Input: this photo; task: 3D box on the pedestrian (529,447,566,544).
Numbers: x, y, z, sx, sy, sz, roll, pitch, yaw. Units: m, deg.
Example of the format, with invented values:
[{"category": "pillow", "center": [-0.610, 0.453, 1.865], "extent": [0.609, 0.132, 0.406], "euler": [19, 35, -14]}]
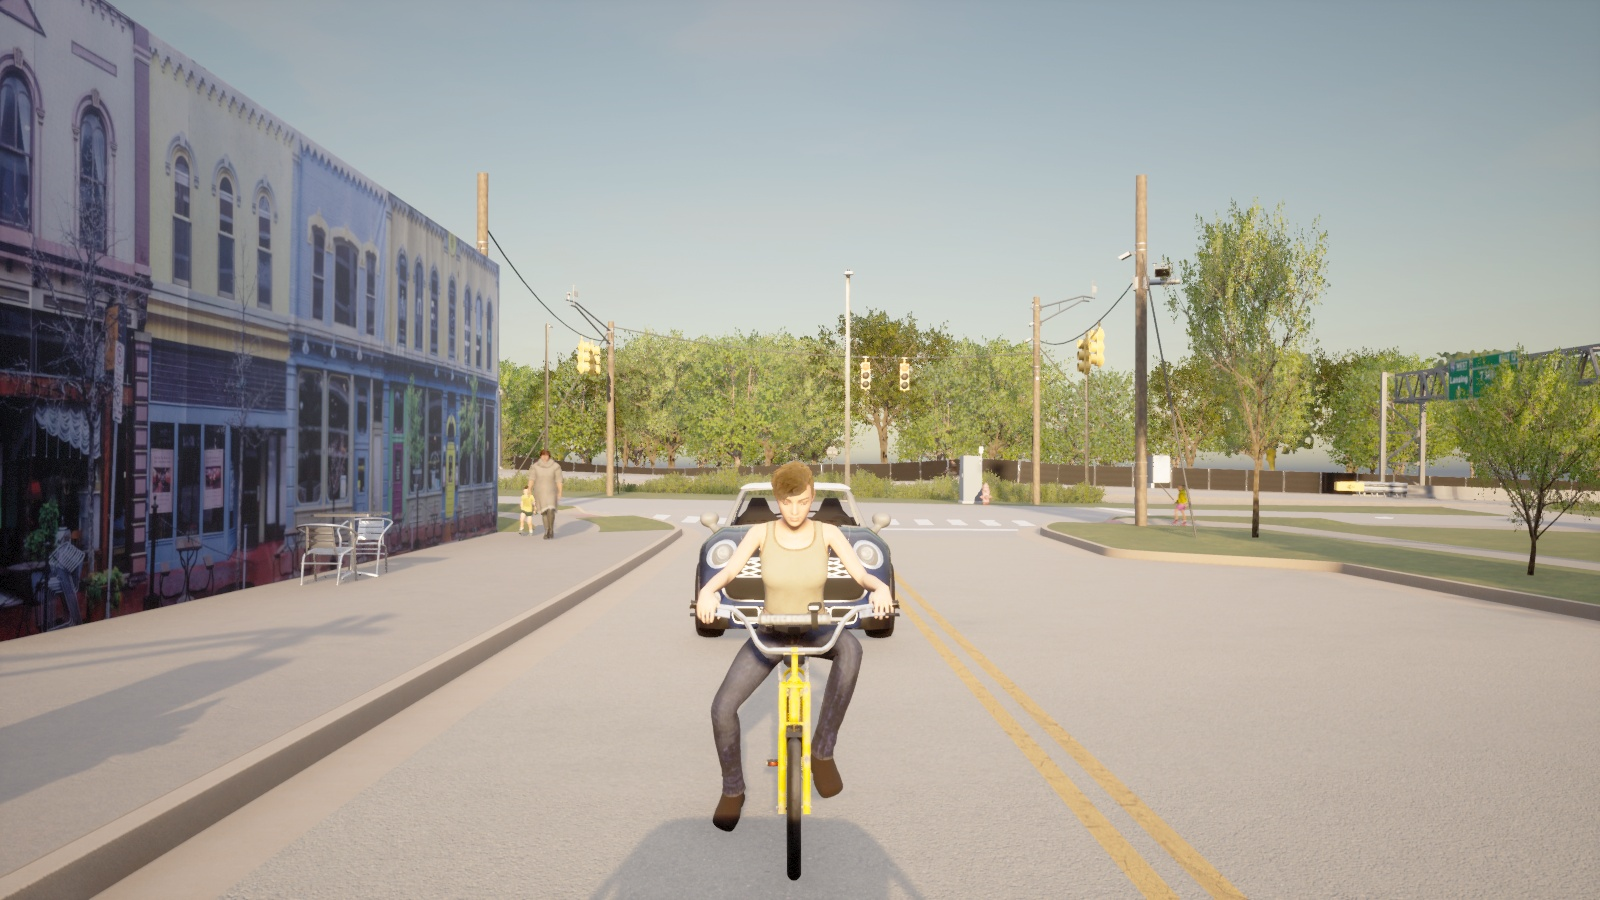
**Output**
[{"category": "pedestrian", "center": [-5.158, 0.919, 25.688], "extent": [0.659, 1.952, 0.873], "euler": [0, -1, -5]}]

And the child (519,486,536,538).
[{"category": "child", "center": [-5.896, 1.337, 27.195], "extent": [0.255, 1.110, 0.394], "euler": [0, -1, 6]}]

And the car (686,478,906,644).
[{"category": "car", "center": [-0.039, 1.037, 13.186], "extent": [1.970, 1.475, 3.806], "euler": [0, -1, 0]}]

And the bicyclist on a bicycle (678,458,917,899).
[{"category": "bicyclist on a bicycle", "center": [-0.017, 0.853, 5.334], "extent": [0.866, 1.612, 1.509], "euler": [0, -1, -1]}]

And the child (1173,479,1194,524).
[{"category": "child", "center": [10.081, 1.357, 33.030], "extent": [0.473, 1.160, 0.299], "euler": [0, -1, 7]}]
